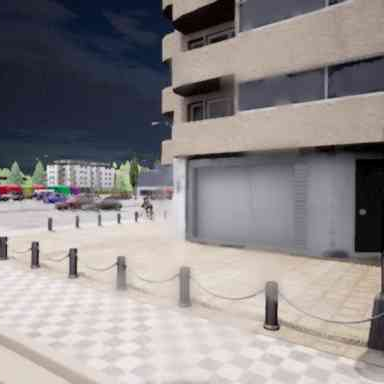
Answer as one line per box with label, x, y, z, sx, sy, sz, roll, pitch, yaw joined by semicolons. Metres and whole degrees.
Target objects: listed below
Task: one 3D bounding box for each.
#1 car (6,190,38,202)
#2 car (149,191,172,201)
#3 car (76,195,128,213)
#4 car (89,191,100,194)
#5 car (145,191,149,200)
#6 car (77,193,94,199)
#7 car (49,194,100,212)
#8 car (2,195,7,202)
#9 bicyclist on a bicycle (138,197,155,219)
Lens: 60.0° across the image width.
car;-34.678;0.663;68.188;1.932;1.855;4.605;1;0;35
car;-6.206;0.844;69.534;1.932;1.855;4.605;1;0;35
car;-9.309;1.359;34.634;1.812;1.442;4.674;1;0;35
car;-24.601;0.665;82.520;1.905;1.878;3.866;1;0;35
car;-8.540;0.823;71.246;1.905;1.878;3.866;1;0;35
car;-26.963;0.881;84.198;1.970;1.475;3.806;1;0;35
car;-12.453;1.282;36.274;1.882;1.535;5.008;1;0;35
car;-37.010;0.850;69.910;1.784;1.438;3.905;1;0;35
bicyclist on a bicycle;-3.305;1.223;24.083;1.656;1.620;0.582;0;0;35
